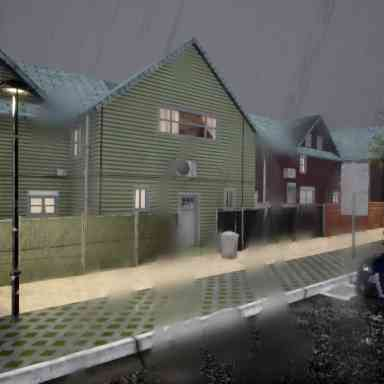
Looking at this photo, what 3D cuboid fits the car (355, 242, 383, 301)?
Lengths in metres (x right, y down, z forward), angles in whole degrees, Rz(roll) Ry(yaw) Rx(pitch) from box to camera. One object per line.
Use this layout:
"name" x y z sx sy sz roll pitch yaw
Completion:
"car" 5.363 1.571 7.256 4.181 1.385 1.994 0 0 -38
